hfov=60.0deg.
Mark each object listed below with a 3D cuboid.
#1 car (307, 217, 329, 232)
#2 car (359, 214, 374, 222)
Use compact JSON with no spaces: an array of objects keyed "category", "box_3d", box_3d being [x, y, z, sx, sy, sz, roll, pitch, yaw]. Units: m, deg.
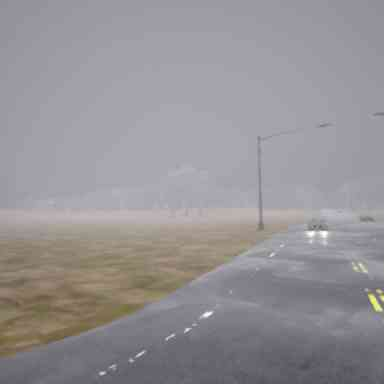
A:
[{"category":"car","box_3d":[12.735,3.224,33.543,1.994,1.385,4.181,-2,-4,22]},{"category":"car","box_3d":[28.135,4.142,53.812,1.895,1.301,4.718,-2,-3,21]}]
